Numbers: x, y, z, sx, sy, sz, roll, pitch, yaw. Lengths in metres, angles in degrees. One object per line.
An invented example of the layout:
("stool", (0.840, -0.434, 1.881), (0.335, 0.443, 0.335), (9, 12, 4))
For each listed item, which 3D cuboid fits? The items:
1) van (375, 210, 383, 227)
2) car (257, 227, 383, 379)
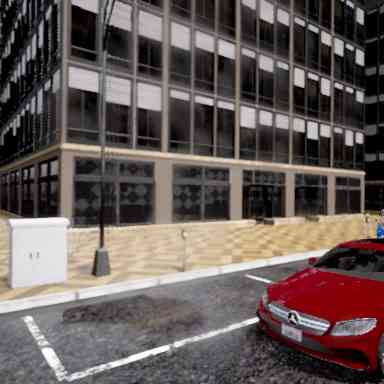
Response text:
("van", (8.739, 1.474, 12.927), (3.998, 1.788, 1.690), (1, 0, -36))
("car", (3.168, 1.579, 5.681), (4.674, 1.442, 1.812), (0, 0, -36))
